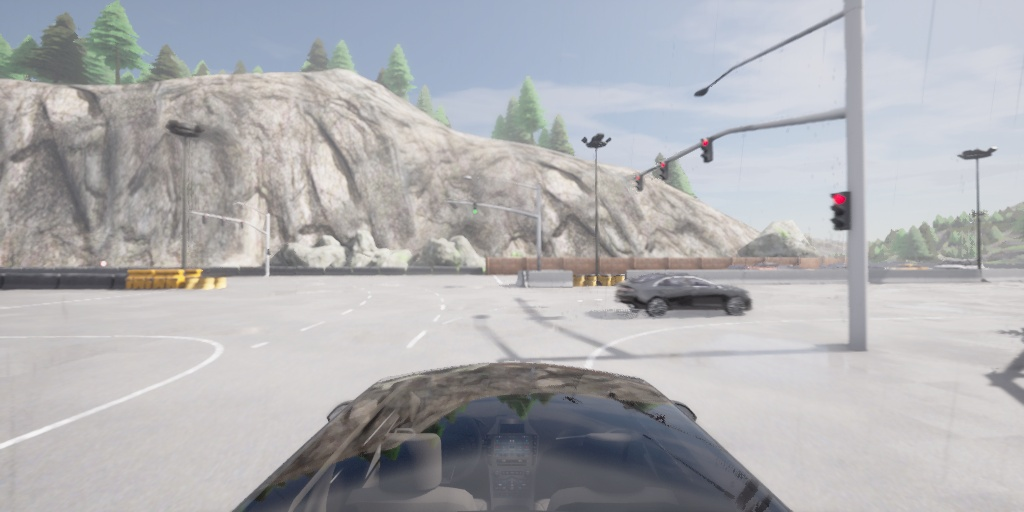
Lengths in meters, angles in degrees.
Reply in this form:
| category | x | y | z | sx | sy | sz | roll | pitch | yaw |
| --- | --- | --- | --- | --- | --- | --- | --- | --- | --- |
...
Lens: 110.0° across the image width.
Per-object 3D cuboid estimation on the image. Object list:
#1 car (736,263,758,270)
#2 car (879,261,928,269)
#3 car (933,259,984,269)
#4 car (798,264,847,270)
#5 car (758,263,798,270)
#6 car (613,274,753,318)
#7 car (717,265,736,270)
| category | x | y | z | sx | sy | sz | roll | pitch | yaw |
| --- | --- | --- | --- | --- | --- | --- | --- | --- | --- |
| car | 30.636 | 1.614 | 43.898 | 4.553 | 1.767 | 2.097 | 0 | -1 | -6 |
| car | 47.330 | 1.708 | 43.054 | 5.008 | 1.535 | 1.882 | 0 | -1 | -15 |
| car | 49.886 | 1.409 | 40.114 | 5.566 | 2.045 | 2.150 | 0 | -1 | -16 |
| car | 33.009 | 1.664 | 37.125 | 4.902 | 1.511 | 2.128 | 0 | -1 | -7 |
| car | 30.846 | 1.742 | 40.377 | 4.674 | 1.442 | 1.812 | 0 | -1 | -7 |
| car | 6.232 | 1.391 | 13.201 | 4.902 | 1.511 | 2.128 | 0 | -1 | -6 |
| car | 29.763 | 1.855 | 47.285 | 5.357 | 1.411 | 2.033 | 0 | -1 | -6 |
